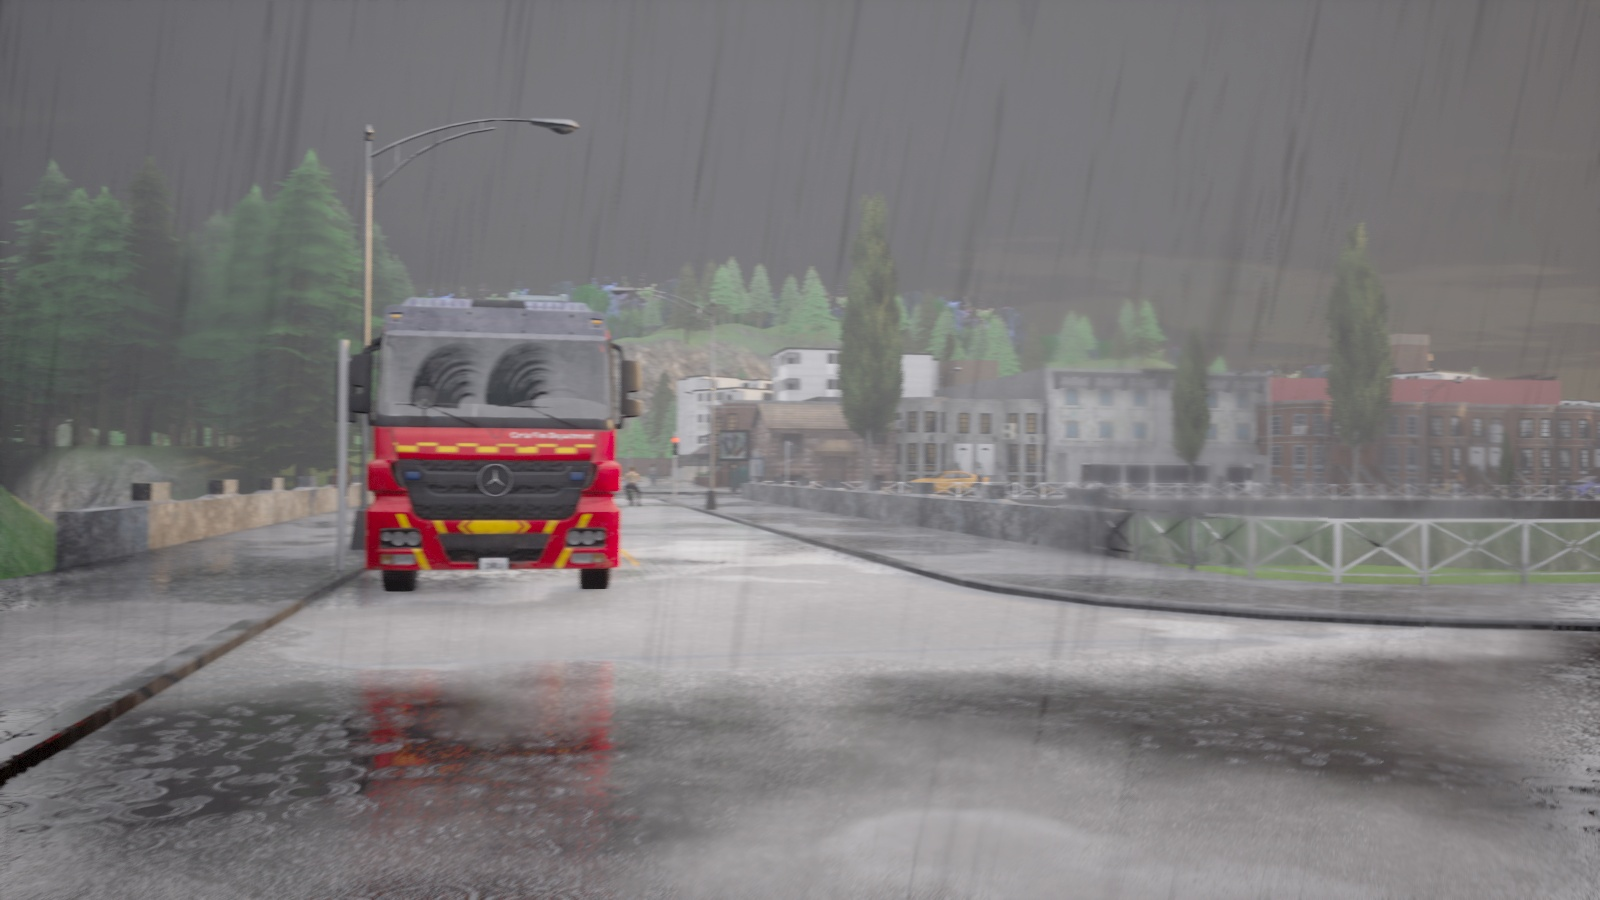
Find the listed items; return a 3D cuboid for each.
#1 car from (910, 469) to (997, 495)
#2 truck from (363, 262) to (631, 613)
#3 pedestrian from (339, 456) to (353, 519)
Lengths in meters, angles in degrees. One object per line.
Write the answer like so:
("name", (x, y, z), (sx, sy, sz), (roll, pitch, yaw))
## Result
("car", (9.471, 1.963, 77.558), (5.008, 1.535, 1.882), (0, -1, -11))
("truck", (-4.179, -0.073, 18.159), (2.891, 3.827, 8.468), (0, -1, -11))
("pedestrian", (-13.239, 1.089, 36.654), (0.328, 1.805, 0.869), (0, -1, -16))
